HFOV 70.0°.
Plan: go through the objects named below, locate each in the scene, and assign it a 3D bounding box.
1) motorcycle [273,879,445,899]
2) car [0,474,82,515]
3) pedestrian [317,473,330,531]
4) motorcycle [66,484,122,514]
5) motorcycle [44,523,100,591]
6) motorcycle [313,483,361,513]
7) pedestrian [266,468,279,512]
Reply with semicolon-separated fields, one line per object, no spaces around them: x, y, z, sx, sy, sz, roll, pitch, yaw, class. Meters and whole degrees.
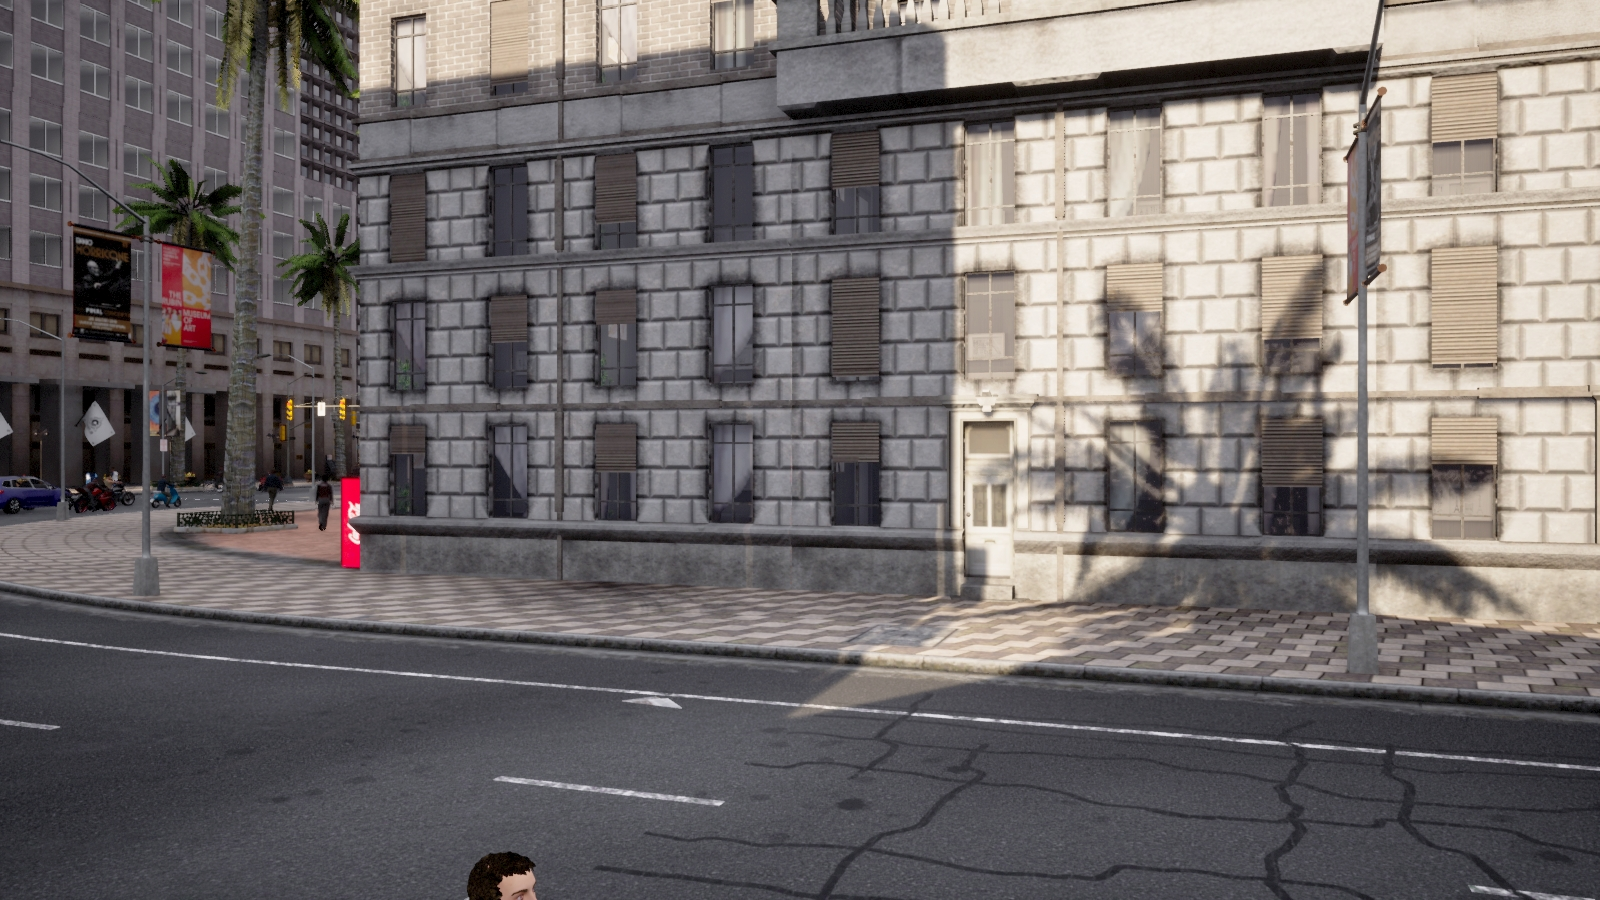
-1.030;2.213;3.640;2.033;1.145;0.803;0;0;20;motorcycle
-35.215;1.968;51.598;2.242;1.667;4.611;0;0;9;car
-15.586;1.696;37.396;0.375;1.860;0.375;0;0;-18;pedestrian
-31.752;2.205;51.430;0.867;1.251;2.209;0;0;10;motorcycle
-15.026;2.182;23.626;0.856;1.236;1.805;2;-1;-30;motorcycle
-21.134;2.170;52.239;0.764;1.277;2.356;0;0;16;motorcycle
-22.462;1.696;48.624;0.375;1.860;0.375;0;0;-2;pedestrian
